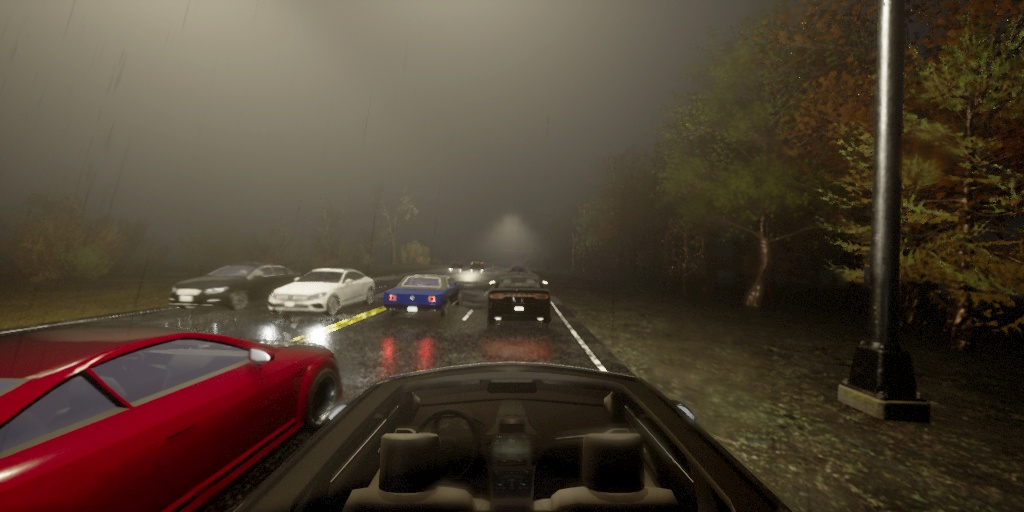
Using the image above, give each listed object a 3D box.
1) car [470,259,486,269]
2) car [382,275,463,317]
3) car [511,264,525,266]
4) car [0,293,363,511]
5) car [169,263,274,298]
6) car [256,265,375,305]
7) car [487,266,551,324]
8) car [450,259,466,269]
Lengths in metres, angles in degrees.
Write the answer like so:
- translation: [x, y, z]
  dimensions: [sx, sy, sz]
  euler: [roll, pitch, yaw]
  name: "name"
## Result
- translation: [-5.532, 1.212, 58.673]
  dimensions: [2.097, 1.767, 4.553]
  euler: [2, 0, 1]
  name: "car"
- translation: [-3.004, 1.338, 13.160]
  dimensions: [1.895, 1.301, 4.718]
  euler: [2, 0, 0]
  name: "car"
- translation: [0.537, 1.438, 32.596]
  dimensions: [1.812, 1.442, 4.674]
  euler: [0, 0, 1]
  name: "car"
- translation: [-3.127, 1.245, 2.840]
  dimensions: [1.994, 1.385, 4.181]
  euler: [2, 0, 1]
  name: "car"
- translation: [-9.696, 1.022, 13.158]
  dimensions: [2.128, 1.511, 4.902]
  euler: [2, 0, 1]
  name: "car"
- translation: [-6.453, 1.155, 12.802]
  dimensions: [1.812, 1.442, 4.674]
  euler: [2, 0, 1]
  name: "car"
- translation: [0.232, 1.288, 12.281]
  dimensions: [1.882, 1.535, 5.008]
  euler: [0, 0, 1]
  name: "car"
- translation: [-8.784, 1.240, 58.699]
  dimensions: [1.882, 1.535, 5.008]
  euler: [2, 0, 1]
  name: "car"
